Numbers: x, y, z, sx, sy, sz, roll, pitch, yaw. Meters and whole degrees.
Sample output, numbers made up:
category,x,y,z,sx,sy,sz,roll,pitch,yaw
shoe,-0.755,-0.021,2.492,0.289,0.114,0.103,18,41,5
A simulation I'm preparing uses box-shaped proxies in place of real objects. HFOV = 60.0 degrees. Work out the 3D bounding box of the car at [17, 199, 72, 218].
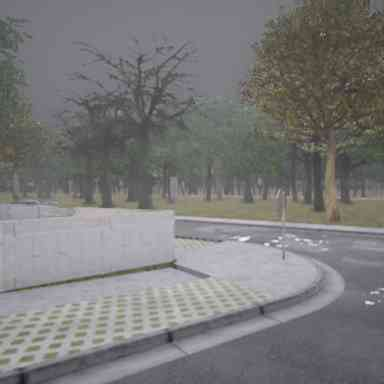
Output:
category,x,y,z,sx,sy,sz,roll,pitch,yaw
car,-10.519,1.268,23.557,4.902,1.511,2.128,1,1,32
